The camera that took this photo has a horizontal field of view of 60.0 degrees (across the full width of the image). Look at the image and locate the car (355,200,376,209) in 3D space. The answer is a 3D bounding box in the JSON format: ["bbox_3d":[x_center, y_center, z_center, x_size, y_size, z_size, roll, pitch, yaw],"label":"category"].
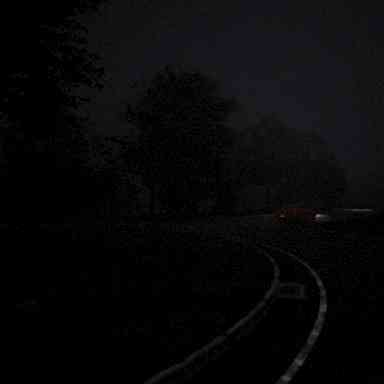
[{"bbox_3d":[28.122,2.024,53.829,2.033,1.411,5.357,-1,-1,44],"label":"car"}]

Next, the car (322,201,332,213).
[{"bbox_3d":[15.561,1.931,40.813,1.837,1.490,4.892,-1,-1,44],"label":"car"}]

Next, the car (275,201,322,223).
[{"bbox_3d":[9.111,1.801,28.966,1.882,1.535,5.008,-2,-1,44],"label":"car"}]
